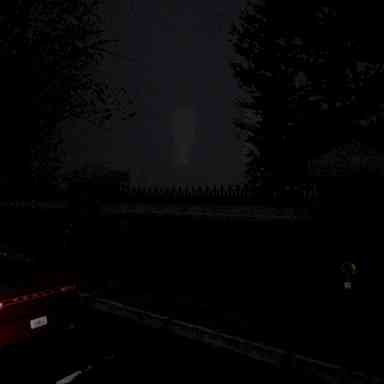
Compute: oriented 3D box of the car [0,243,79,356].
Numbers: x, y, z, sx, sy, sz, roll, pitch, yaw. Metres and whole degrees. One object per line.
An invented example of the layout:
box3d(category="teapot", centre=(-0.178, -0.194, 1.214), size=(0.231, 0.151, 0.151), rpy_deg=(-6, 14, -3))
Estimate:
box3d(category="car", centre=(-3.786, 1.544, 5.588), size=(4.507, 1.381, 1.887), rpy_deg=(0, 0, 36))
